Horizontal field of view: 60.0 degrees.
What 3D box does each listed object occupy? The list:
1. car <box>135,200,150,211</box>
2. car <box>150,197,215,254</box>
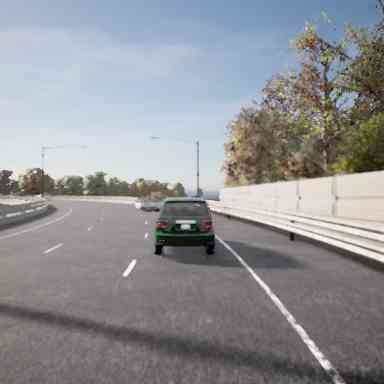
[{"bbox_3d":[-6.009,1.620,41.952,1.895,1.301,4.718,0,0,-19],"label":"car"},{"bbox_3d":[-0.385,1.229,13.645,2.150,2.045,5.566,0,0,-4],"label":"car"}]
